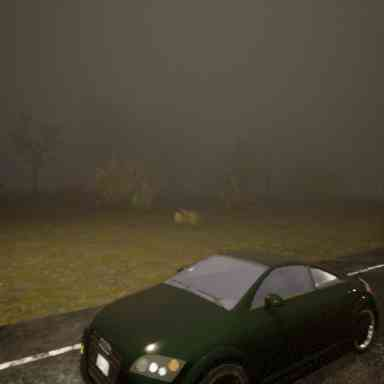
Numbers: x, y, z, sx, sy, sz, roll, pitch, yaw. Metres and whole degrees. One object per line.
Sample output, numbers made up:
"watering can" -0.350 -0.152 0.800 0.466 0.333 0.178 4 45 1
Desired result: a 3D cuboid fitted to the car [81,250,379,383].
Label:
"car" 0.710 1.565 4.544 4.181 1.385 1.994 0 0 -36
